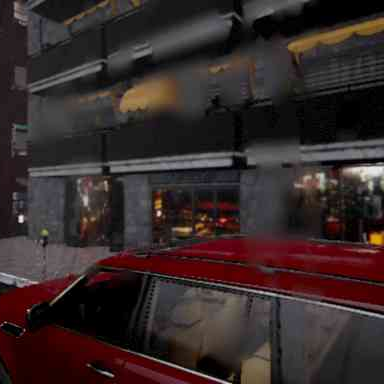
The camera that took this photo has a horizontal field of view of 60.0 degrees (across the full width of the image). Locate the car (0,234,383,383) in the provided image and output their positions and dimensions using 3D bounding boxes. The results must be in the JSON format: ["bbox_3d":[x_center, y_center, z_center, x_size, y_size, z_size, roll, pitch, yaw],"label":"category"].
[{"bbox_3d":[0.055,1.324,2.832,5.009,1.841,2.192,0,0,35],"label":"car"}]
